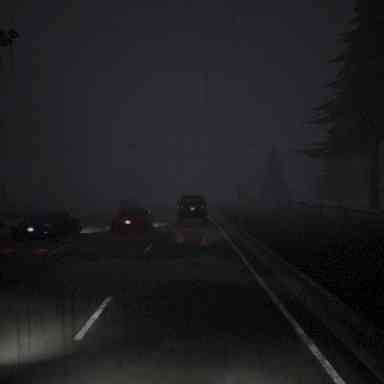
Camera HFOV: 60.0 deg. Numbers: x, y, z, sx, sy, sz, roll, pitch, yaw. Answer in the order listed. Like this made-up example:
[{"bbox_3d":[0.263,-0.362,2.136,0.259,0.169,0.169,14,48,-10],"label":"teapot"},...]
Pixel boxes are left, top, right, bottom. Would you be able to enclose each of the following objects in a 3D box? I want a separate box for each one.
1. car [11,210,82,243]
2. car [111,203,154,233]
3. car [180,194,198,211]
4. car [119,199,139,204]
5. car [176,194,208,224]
[{"bbox_3d":[-6.917,1.575,16.253,1.994,1.385,4.181,0,0,0],"label":"car"},{"bbox_3d":[-3.439,1.577,19.707,1.994,1.385,4.181,0,0,0],"label":"car"},{"bbox_3d":[-0.443,1.249,43.068,2.150,2.045,5.566,0,0,-2],"label":"car"},{"bbox_3d":[-7.323,1.530,38.689,1.837,1.490,4.892,0,0,-1],"label":"car"},{"bbox_3d":[-0.007,1.240,25.143,2.150,2.045,5.566,0,0,-1],"label":"car"}]
